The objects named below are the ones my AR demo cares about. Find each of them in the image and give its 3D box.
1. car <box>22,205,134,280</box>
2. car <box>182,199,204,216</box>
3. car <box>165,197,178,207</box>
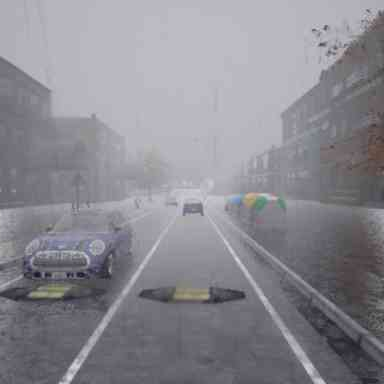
[{"bbox_3d":[-3.099,1.340,9.976,2.097,1.767,4.553,0,0,0],"label":"car"},{"bbox_3d":[0.099,1.431,32.361,1.882,1.535,5.008,0,0,0],"label":"car"},{"bbox_3d":[-3.074,1.482,50.566,1.837,1.490,4.892,0,0,0],"label":"car"}]
